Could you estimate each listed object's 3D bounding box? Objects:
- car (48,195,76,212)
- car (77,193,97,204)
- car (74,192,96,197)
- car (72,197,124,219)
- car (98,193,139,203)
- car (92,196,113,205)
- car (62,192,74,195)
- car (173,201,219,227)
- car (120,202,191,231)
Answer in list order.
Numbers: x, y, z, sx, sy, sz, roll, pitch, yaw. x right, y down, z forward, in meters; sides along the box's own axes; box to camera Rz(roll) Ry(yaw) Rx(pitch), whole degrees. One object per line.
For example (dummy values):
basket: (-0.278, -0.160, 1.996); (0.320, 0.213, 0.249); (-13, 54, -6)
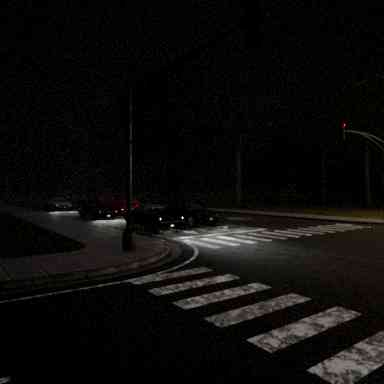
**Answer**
car: (-15.069, 1.395, 37.748); (1.812, 1.442, 4.674); (0, 0, -36)
car: (-18.779, 1.162, 59.593); (2.097, 1.767, 4.553); (0, 0, -36)
car: (-15.626, 1.185, 49.813); (2.097, 1.767, 4.553); (0, 0, -35)
car: (-8.035, 1.453, 28.051); (2.033, 1.411, 5.357); (0, 0, -36)
car: (-6.898, 1.115, 32.013); (2.150, 2.045, 5.566); (0, 0, -36)
car: (-14.570, 1.348, 53.840); (1.812, 1.442, 4.674); (0, 0, -36)
car: (-21.443, 1.037, 57.730); (2.150, 2.045, 5.566); (0, 0, -36)
car: (-0.219, 1.409, 22.818); (1.882, 1.535, 5.008); (0, 0, -35)
car: (-2.369, 1.541, 20.242); (1.895, 1.301, 4.718); (0, 0, -36)
